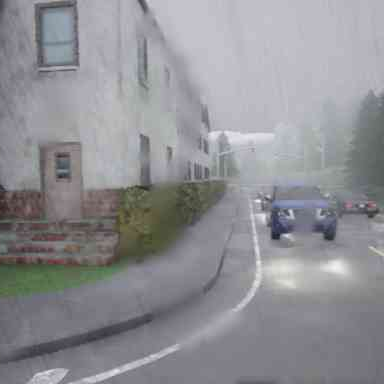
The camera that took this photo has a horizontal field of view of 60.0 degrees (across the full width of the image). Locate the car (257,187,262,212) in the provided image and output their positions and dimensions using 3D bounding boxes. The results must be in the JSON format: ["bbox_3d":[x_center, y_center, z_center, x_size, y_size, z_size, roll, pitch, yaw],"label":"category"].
[{"bbox_3d":[5.846,0.574,23.444,1.994,1.385,4.181,-1,2,10],"label":"car"}]

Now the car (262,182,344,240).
[{"bbox_3d":[4.187,0.622,13.593,2.150,2.045,5.566,-1,2,10],"label":"car"}]

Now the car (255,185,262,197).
[{"bbox_3d":[8.239,-0.043,37.571,1.837,1.490,4.892,-1,2,10],"label":"car"}]

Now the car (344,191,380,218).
[{"bbox_3d":[8.835,0.645,18.994,2.033,1.411,5.357,-1,2,9],"label":"car"}]
